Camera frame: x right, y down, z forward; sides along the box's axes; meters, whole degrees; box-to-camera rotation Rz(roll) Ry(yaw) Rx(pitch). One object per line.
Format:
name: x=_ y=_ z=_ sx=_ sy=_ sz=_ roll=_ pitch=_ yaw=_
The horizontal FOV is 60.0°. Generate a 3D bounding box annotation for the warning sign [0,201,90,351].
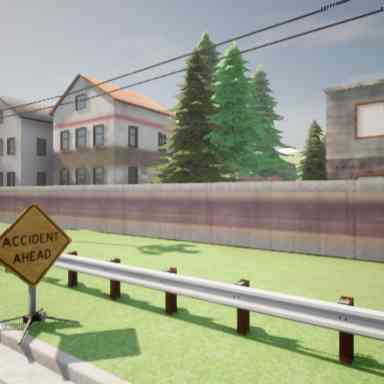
warning sign: x=-2.423 y=1.088 z=5.045 sx=1.060 sy=1.860 sz=1.300 roll=0 pitch=0 yaw=35
